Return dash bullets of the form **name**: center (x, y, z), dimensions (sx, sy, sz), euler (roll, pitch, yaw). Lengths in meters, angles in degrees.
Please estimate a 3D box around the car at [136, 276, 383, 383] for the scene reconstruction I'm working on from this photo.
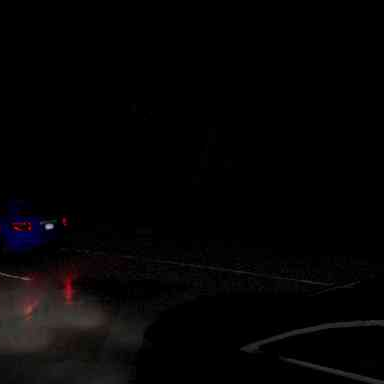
- **car**: center (1.677, 1.481, 2.608), dimensions (4.902, 1.511, 2.128), euler (0, 0, 36)

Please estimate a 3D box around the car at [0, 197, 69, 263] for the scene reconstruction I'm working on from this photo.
- **car**: center (-6.975, 1.220, 12.039), dimensions (5.566, 2.045, 2.150), euler (0, 0, 28)
